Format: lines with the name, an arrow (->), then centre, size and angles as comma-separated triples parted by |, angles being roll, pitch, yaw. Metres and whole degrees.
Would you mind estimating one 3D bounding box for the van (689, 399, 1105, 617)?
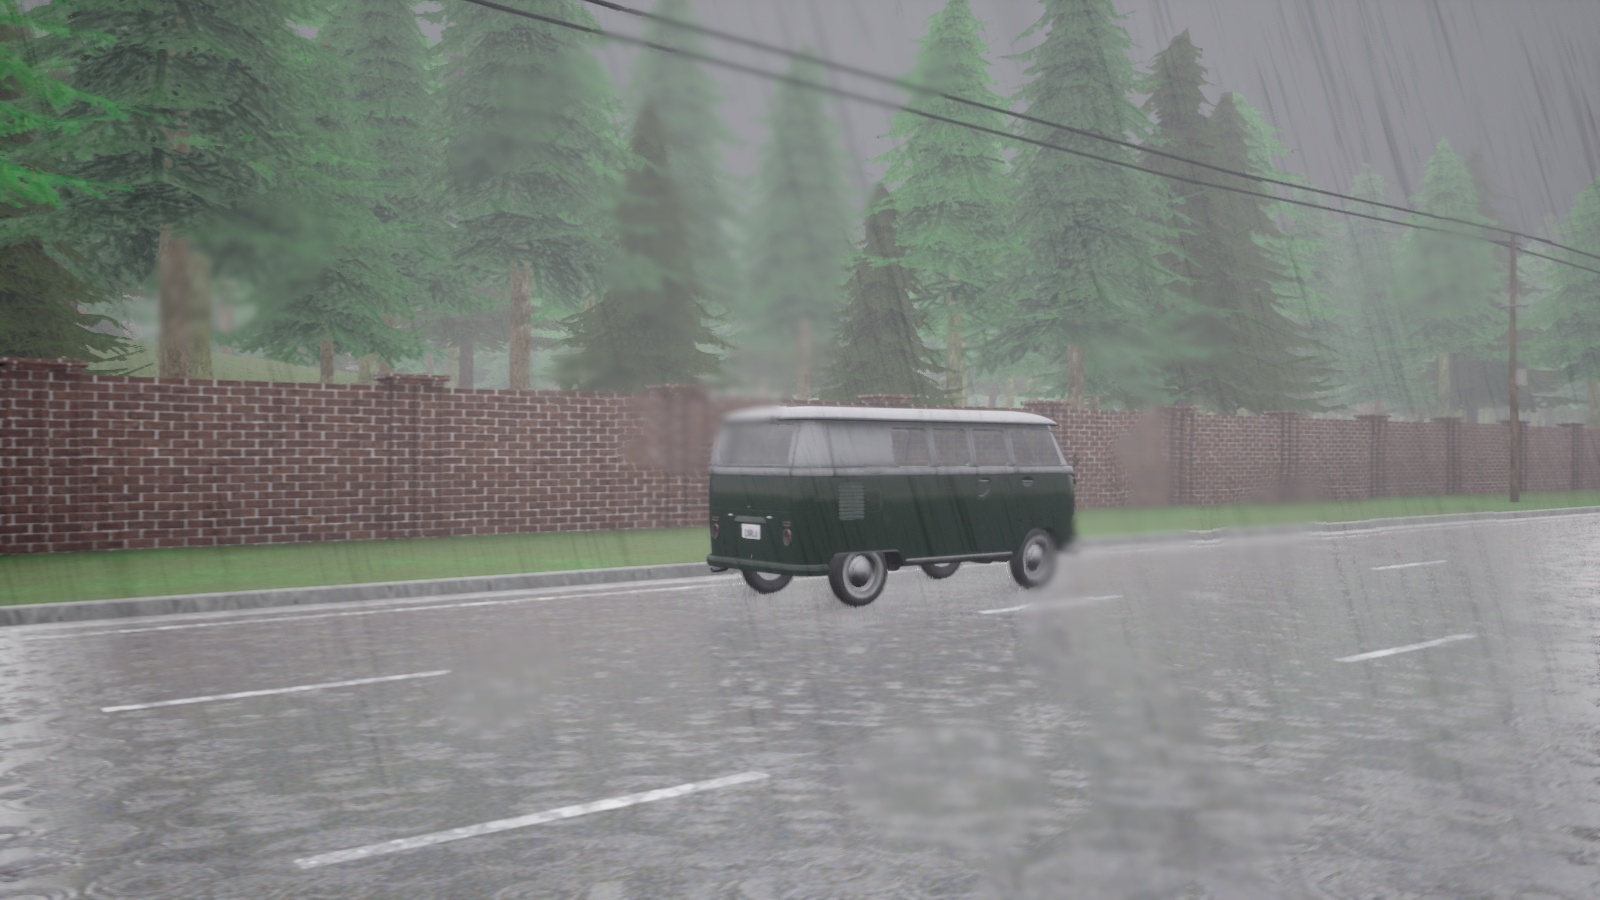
van -> 1.156, 0.533, 13.563 | 4.442, 1.987, 1.775 | 0, 0, -38
